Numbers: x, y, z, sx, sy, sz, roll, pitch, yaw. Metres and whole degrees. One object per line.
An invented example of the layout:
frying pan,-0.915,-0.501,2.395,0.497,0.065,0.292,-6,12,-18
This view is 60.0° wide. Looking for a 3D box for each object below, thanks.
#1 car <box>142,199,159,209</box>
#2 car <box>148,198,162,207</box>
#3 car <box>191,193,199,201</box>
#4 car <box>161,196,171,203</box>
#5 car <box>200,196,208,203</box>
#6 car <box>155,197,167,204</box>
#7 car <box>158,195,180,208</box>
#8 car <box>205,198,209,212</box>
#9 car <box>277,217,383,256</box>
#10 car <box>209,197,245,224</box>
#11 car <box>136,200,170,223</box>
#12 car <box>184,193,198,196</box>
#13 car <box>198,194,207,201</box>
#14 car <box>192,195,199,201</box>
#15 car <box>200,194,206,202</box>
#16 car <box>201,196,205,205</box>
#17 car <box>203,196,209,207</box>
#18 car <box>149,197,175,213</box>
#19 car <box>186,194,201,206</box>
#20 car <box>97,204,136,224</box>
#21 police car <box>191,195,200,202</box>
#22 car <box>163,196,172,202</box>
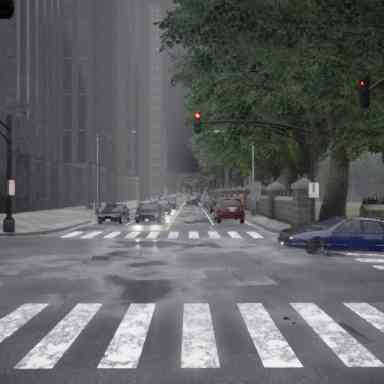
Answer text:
car,-5.809,1.616,46.919,1.802,1.307,4.206,0,0,0
car,-5.814,1.622,52.376,1.802,1.307,4.206,0,0,0
car,0.809,1.319,91.794,2.150,2.045,5.566,0,0,0
car,-5.837,1.611,74.204,1.887,1.381,4.507,0,0,0
car,2.688,1.592,74.387,1.752,1.417,4.829,0,0,0
car,-5.825,1.635,63.291,1.802,1.307,4.206,0,0,0
car,-3.135,1.524,45.514,2.128,1.511,4.902,0,0,0
car,2.727,1.588,36.022,1.947,1.339,4.313,0,0,0
car,6.250,1.699,13.206,5.357,1.411,2.033,1,0,0
car,2.739,1.326,25.109,2.192,1.841,5.009,0,0,0
car,-3.126,1.559,25.610,2.033,1.411,5.357,0,0,0
car,0.025,1.407,65.015,2.097,1.767,4.553,0,0,0
car,2.677,1.399,85.131,2.192,1.841,5.009,0,0,0
car,0.814,1.591,85.763,1.837,1.490,4.892,0,0,0
car,2.711,1.480,52.392,1.967,1.590,4.097,0,0,0
car,2.716,1.585,46.935,2.008,1.369,4.403,0,0,0
car,2.722,1.579,41.478,2.008,1.369,4.403,0,0,0
car,-3.121,1.547,35.247,1.812,1.442,4.674,0,0,0
car,0.045,1.569,55.252,1.812,1.442,4.674,0,0,0
car,-5.787,1.576,25.091,1.947,1.339,4.313,0,0,0
police car,0.825,1.495,75.873,1.930,1.638,5.238,0,0,0
car,-5.842,1.620,79.662,1.887,1.381,4.507,0,0,0
